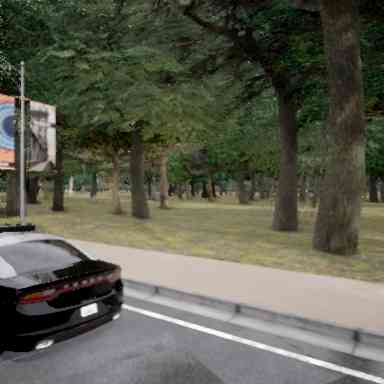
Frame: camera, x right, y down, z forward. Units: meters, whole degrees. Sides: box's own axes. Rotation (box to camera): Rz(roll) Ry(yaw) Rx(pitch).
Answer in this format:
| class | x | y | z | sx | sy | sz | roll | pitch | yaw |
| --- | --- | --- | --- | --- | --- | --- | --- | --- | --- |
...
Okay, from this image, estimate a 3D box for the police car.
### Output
| class | x | y | z | sx | sy | sz | roll | pitch | yaw |
| --- | --- | --- | --- | --- | --- | --- | --- | --- | --- |
| police car | -3.514 | 1.405 | 6.064 | 5.238 | 1.638 | 1.930 | 0 | 0 | 35 |
